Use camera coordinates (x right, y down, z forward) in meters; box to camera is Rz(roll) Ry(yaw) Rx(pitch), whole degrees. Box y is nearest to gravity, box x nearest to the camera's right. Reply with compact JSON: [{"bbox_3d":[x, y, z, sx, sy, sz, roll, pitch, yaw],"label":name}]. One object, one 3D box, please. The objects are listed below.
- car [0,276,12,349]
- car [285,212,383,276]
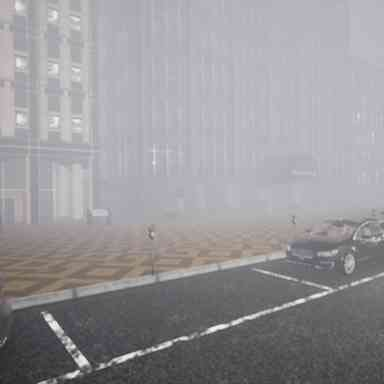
[{"bbox_3d":[-4.367,1.568,3.439,4.403,1.369,2.008,-1,0,-36],"label":"car"},{"bbox_3d":[4.606,1.450,9.879,4.403,1.369,2.008,-1,0,-36],"label":"car"}]
